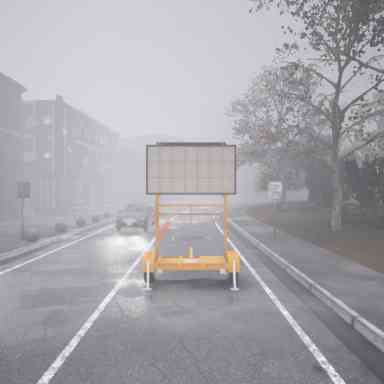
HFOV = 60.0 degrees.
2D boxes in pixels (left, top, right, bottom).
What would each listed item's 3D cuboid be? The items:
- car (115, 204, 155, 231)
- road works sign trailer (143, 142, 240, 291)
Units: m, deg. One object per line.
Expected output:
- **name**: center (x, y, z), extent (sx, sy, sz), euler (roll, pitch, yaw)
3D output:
- **car**: center (-3.430, 1.497, 20.795), extent (2.128, 1.511, 4.902), euler (0, 0, 1)
- **road works sign trailer**: center (-0.021, 0.467, 9.013), extent (2.380, 3.560, 2.880), euler (0, 0, 0)
